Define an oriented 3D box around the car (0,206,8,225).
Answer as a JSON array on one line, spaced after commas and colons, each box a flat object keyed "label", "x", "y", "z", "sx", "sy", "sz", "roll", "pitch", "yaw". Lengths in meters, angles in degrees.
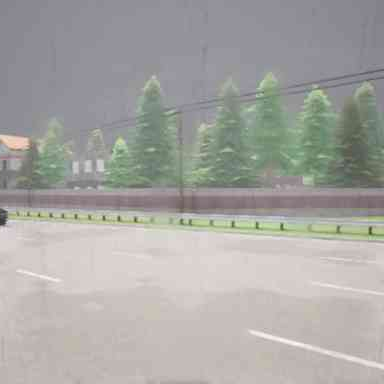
[{"label": "car", "x": -14.598, "y": 1.521, "z": 23.005, "sx": 4.892, "sy": 1.490, "sz": 1.837, "roll": 0, "pitch": 0, "yaw": 36}]
